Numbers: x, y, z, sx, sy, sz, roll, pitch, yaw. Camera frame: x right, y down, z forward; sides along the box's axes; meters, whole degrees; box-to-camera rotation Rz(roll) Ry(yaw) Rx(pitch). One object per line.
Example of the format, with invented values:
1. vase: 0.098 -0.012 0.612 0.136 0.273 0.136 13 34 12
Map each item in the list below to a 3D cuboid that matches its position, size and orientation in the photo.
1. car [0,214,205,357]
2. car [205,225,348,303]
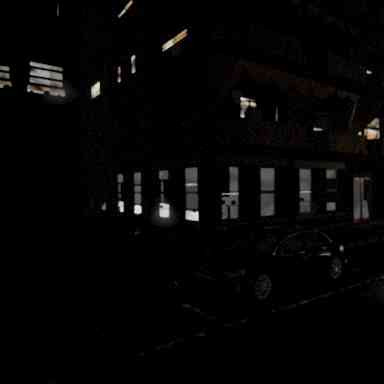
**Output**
1. car: -2.522 1.313 4.766 5.009 1.841 2.192 0 -1 -36
2. car: 2.024 1.528 8.042 4.403 1.369 2.008 0 -1 -36
